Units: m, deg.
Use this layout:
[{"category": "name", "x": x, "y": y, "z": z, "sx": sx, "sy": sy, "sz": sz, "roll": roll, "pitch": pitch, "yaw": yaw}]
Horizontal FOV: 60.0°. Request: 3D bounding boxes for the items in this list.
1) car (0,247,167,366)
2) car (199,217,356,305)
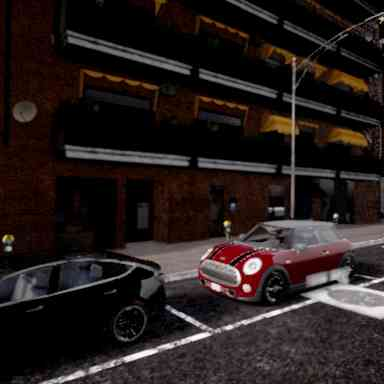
[{"category": "car", "x": -2.410, "y": 1.567, "z": 4.827, "sx": 4.313, "sy": 1.339, "sz": 1.947, "roll": 0, "pitch": 1, "yaw": -35}, {"category": "car", "x": 2.125, "y": 1.453, "z": 8.061, "sx": 4.097, "sy": 1.590, "sz": 1.967, "roll": 0, "pitch": 1, "yaw": -35}]
